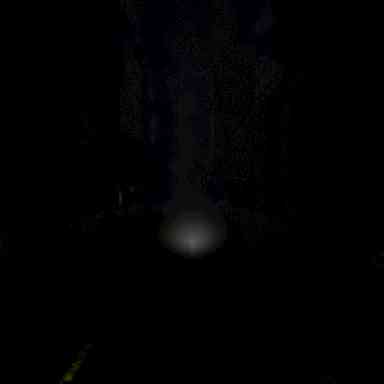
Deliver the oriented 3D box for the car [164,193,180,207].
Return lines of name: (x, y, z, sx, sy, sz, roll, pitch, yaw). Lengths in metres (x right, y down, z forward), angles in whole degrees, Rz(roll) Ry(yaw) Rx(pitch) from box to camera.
car: (-3.062, 1.181, 52.043, 2.150, 2.045, 5.566, 0, 0, 1)

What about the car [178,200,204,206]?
car: (0.035, 1.510, 28.681, 1.812, 1.442, 4.674, 0, 0, 0)

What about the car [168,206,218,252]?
car: (0.043, 1.520, 13.692, 1.812, 1.442, 4.674, 0, 0, 0)
